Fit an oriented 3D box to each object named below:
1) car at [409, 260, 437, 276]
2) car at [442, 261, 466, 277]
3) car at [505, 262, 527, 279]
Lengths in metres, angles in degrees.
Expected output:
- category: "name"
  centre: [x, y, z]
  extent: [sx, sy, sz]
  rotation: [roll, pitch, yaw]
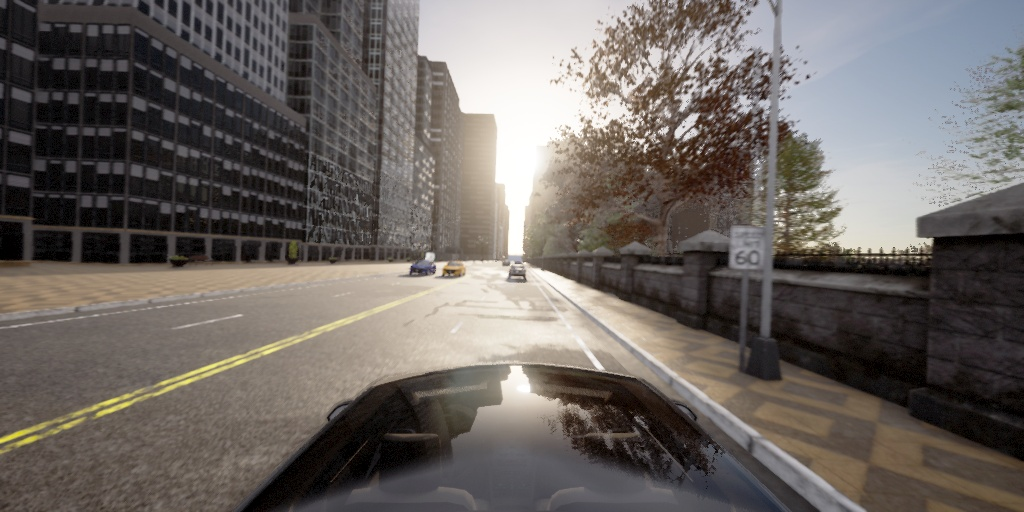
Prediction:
- category: "car"
  centre: [-9.194, 1.164, 37.394]
  extent: [1.882, 1.535, 5.008]
  rotation: [2, 0, 1]
- category: "car"
  centre: [-5.947, 1.293, 37.341]
  extent: [1.882, 1.535, 5.008]
  rotation: [2, 0, 1]
- category: "car"
  centre: [0.546, 1.621, 37.386]
  extent: [2.033, 1.411, 5.357]
  rotation: [2, 0, 1]
